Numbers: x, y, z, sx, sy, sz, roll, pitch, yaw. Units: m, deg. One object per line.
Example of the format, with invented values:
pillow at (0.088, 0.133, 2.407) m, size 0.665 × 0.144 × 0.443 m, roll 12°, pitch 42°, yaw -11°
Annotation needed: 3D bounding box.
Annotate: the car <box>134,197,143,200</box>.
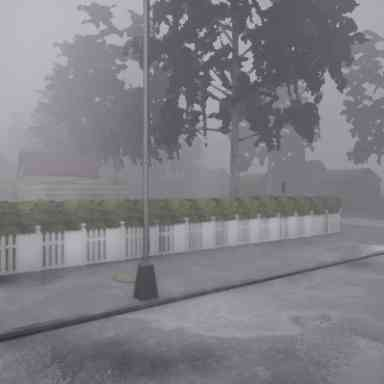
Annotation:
car at (-7.453, 1.494, 51.029) m, size 1.837 × 1.490 × 4.892 m, roll 0°, pitch 0°, yaw -35°
